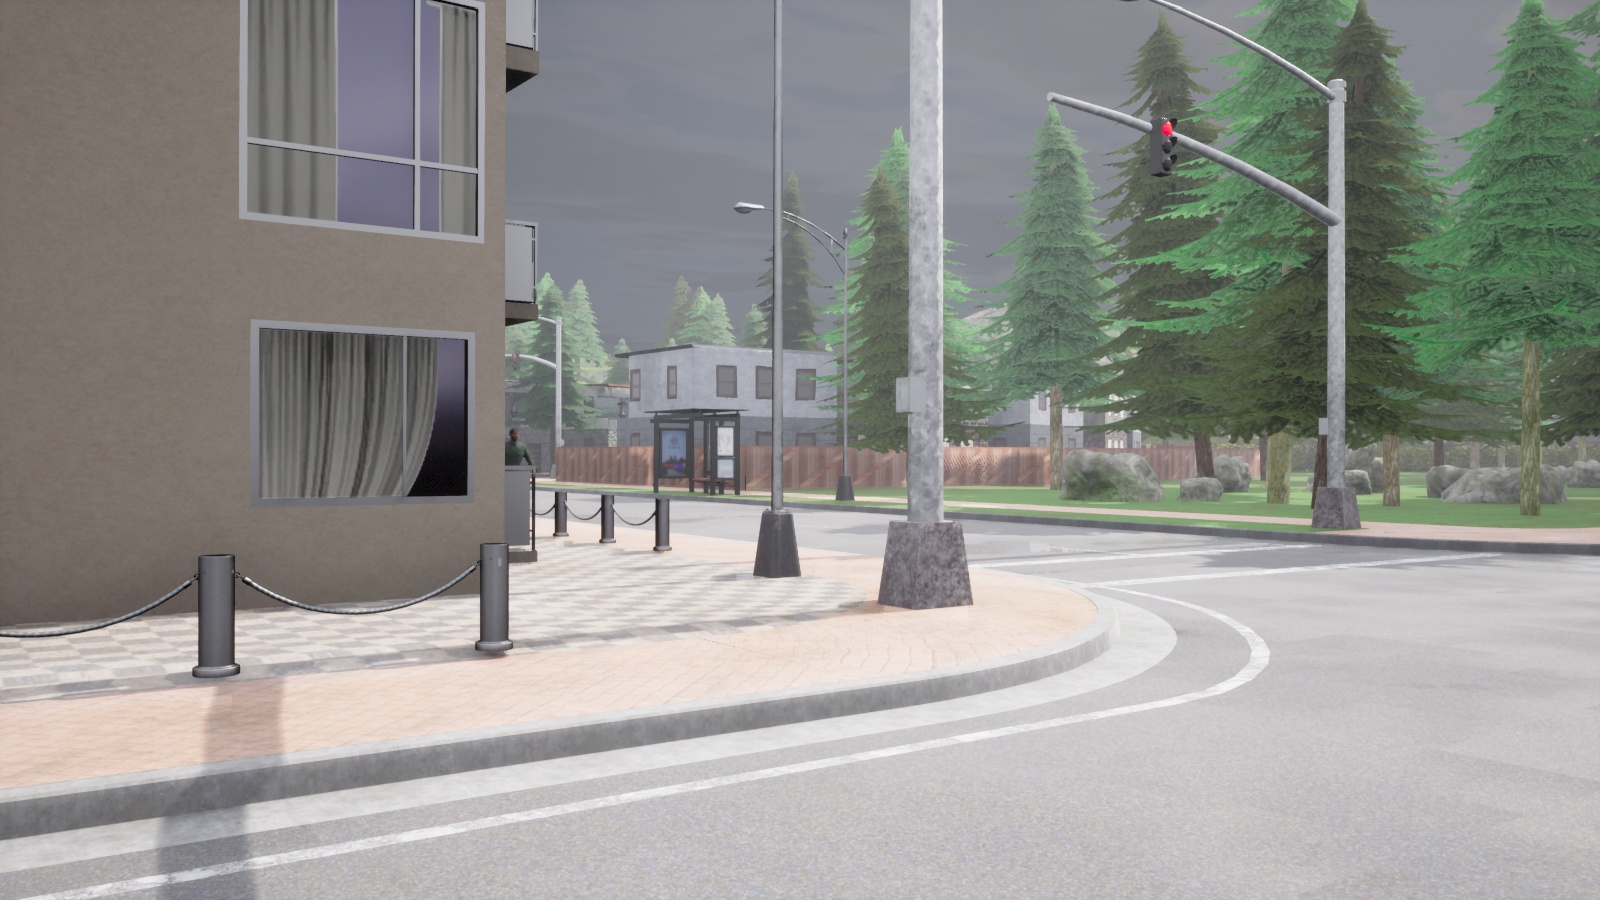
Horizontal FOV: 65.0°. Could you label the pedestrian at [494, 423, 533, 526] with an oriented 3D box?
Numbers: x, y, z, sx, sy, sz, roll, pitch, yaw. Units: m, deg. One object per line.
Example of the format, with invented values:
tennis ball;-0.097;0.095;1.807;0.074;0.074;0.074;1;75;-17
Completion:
pedestrian;-5.525;0.461;24.210;0.423;1.949;0.788;0;0;-38
